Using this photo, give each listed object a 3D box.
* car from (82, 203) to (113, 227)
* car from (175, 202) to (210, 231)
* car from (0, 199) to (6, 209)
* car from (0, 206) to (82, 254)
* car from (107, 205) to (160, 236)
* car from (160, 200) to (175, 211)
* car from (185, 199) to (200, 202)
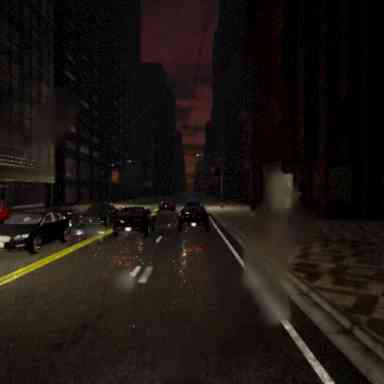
[{"bbox_3d":[-6.579,1.611,23.990,1.837,1.490,4.892,0,0,0],"label":"car"},{"bbox_3d":[0.097,1.600,21.247,1.837,1.490,4.892,0,0,0],"label":"car"},{"bbox_3d":[-9.832,1.283,13.839,2.150,2.045,5.566,0,0,0],"label":"car"},{"bbox_3d":[-6.587,1.553,13.799,2.128,1.511,4.902,0,0,0],"label":"car"},{"bbox_3d":[-3.155,1.589,18.830,1.837,1.490,4.892,0,0,0],"label":"car"},{"bbox_3d":[-3.175,1.755,42.994,1.994,1.385,4.181,0,0,0],"label":"car"},{"bbox_3d":[0.097,1.683,46.085,1.882,1.535,5.008,0,0,0],"label":"car"}]
